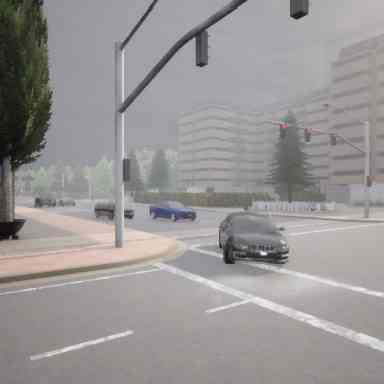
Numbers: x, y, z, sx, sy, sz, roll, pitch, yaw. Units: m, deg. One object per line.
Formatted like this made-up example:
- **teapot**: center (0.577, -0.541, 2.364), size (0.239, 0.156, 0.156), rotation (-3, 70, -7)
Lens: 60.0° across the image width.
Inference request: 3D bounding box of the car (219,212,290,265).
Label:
- **car**: center (2.038, 1.506, 11.772), size (1.837, 1.490, 4.892), rotation (3, 0, 0)

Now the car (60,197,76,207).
- **car**: center (-19.572, 1.524, 51.828), size (1.812, 1.442, 4.674), rotation (0, 0, -35)

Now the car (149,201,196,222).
- **car**: center (-1.630, 1.476, 26.809), size (1.882, 1.535, 5.008), rotation (0, 0, -36)

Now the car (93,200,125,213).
- **car**: center (-9.414, 1.600, 37.602), size (1.895, 1.301, 4.718), rotation (0, 0, -36)

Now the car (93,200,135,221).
- **car**: center (-6.481, 1.600, 27.547), size (1.895, 1.301, 4.718), rotation (0, 0, -36)

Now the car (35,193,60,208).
- **car**: center (-21.195, 1.222, 48.055), size (2.150, 2.045, 5.566), rotation (0, 0, -35)
